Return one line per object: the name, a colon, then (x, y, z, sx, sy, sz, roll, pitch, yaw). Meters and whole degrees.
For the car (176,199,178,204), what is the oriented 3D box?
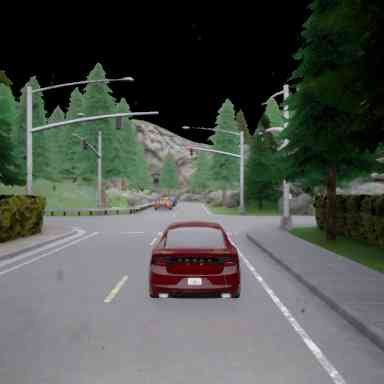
car: (-3.570, 1.477, 52.422, 1.882, 1.535, 5.008, 0, 0, 0)

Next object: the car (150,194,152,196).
car: (-10.993, 1.355, 79.667, 4.553, 1.767, 2.097, 0, 0, 24)

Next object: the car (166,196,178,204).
car: (-3.860, 1.477, 62.964, 1.882, 1.535, 5.008, 0, 0, -9)

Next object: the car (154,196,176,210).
car: (-3.583, 1.352, 42.629, 2.097, 1.767, 4.553, 0, 0, 0)

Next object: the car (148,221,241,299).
car: (0.069, 1.478, 8.527, 1.882, 1.535, 5.008, 0, 0, 0)
